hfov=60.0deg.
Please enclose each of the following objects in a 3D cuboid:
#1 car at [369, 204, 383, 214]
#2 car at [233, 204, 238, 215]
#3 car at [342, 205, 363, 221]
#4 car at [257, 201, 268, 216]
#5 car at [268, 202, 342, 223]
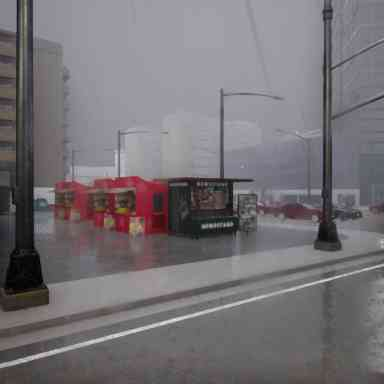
[{"bbox_3d":[20.974,1.635,34.545,1.812,1.442,4.674,0,-1,-36],"label":"car"},{"bbox_3d":[3.536,1.750,34.422,1.812,1.442,4.674,0,-1,-36],"label":"car"},{"bbox_3d":[12.214,1.672,28.408,1.994,1.385,4.181,0,-1,-35],"label":"car"},{"bbox_3d":[6.940,1.689,35.686,1.882,1.535,5.008,0,-1,-36],"label":"car"},{"bbox_3d":[8.987,1.589,26.864,1.882,1.535,5.008,0,-1,-38],"label":"car"}]
